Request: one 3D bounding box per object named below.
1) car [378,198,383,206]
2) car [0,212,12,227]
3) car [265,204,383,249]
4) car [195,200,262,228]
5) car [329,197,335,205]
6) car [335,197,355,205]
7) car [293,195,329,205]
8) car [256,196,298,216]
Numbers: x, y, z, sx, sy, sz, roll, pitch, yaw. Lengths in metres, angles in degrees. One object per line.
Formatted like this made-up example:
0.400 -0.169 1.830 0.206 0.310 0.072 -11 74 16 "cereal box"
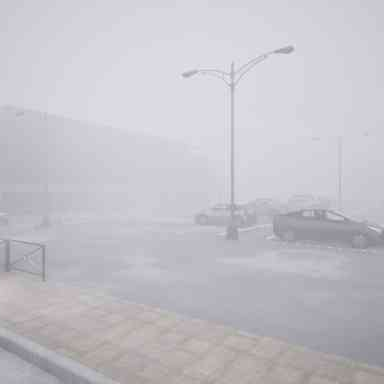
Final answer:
29.339 1.576 48.393 3.806 1.475 1.970 0 0 35 "car"
-14.685 1.703 22.428 1.812 1.442 4.674 0 0 36 "car"
5.807 1.490 14.351 4.514 1.523 2.007 0 0 35 "car"
2.129 1.424 21.392 3.806 1.475 1.970 0 0 35 "car"
14.202 1.289 39.938 4.605 1.855 1.932 0 0 35 "car"
24.966 1.565 55.089 3.633 1.501 1.845 0 0 35 "car"
12.875 1.269 37.321 3.866 1.878 1.905 0 0 35 "car"
5.542 1.345 26.836 5.027 1.636 2.152 0 0 35 "car"
